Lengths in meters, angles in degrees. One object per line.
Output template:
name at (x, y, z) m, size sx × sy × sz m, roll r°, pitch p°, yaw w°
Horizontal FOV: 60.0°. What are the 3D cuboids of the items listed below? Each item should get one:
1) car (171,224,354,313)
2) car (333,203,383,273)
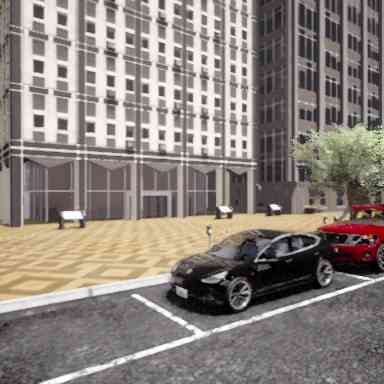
car at (1.579, 1.565, 7.690) m, size 4.313 × 1.339 × 1.947 m, roll 0°, pitch 0°, yaw -36°
car at (6.074, 1.315, 10.897) m, size 5.009 × 1.841 × 2.192 m, roll 0°, pitch 0°, yaw -36°
